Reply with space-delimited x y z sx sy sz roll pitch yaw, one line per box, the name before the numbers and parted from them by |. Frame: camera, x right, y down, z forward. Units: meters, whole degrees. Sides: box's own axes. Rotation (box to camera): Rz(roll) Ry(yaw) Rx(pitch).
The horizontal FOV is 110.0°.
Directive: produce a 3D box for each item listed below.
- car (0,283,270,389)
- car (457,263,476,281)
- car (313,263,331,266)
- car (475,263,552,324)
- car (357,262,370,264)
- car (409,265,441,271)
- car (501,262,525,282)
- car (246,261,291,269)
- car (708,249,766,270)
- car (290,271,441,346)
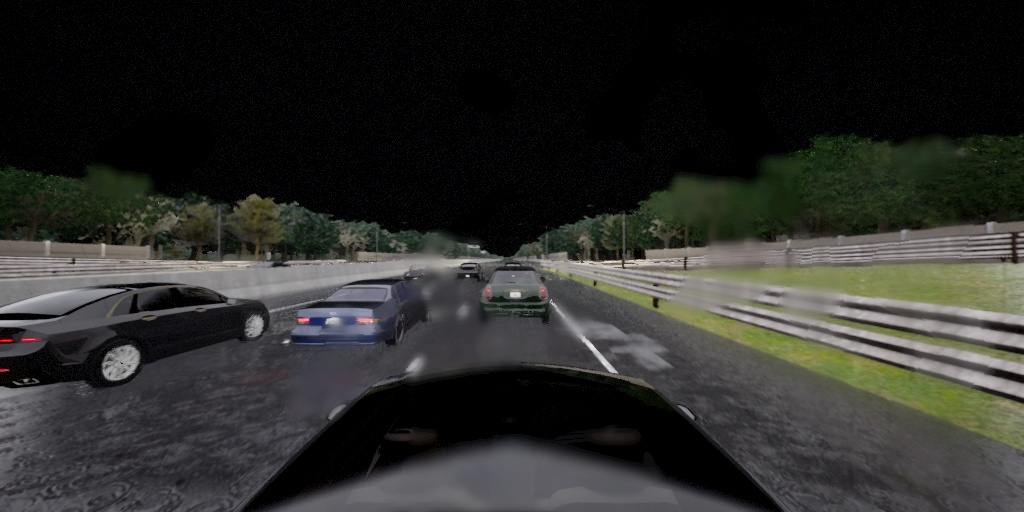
car | -6.903 1.258 6.897 1.837 1.490 4.892 0 0 0
car | -3.413 1.290 30.001 1.837 1.490 4.892 0 0 0
car | -21.109 1.407 39.332 1.895 1.301 4.718 0 0 0
car | 0.095 1.110 12.190 2.097 1.767 4.553 0 0 0
car | -17.603 1.381 42.547 1.994 1.385 4.181 0 0 0
car | -6.912 1.383 28.217 1.895 1.301 4.718 0 0 0
car | 0.088 1.290 30.110 1.837 1.490 4.892 0 0 0
car | -24.607 1.277 36.329 1.882 1.535 5.008 0 0 0
car | 23.076 0.443 36.983 2.150 2.045 5.566 0 -3 -17
car | -3.404 1.303 9.360 2.033 1.411 5.357 0 0 0
